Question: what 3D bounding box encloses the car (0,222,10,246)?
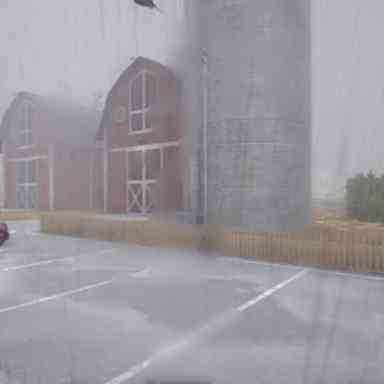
[{"bbox_3d":[-9.652,1.593,13.283,1.994,1.381,4.181,0,0,35],"label":"car"}]
